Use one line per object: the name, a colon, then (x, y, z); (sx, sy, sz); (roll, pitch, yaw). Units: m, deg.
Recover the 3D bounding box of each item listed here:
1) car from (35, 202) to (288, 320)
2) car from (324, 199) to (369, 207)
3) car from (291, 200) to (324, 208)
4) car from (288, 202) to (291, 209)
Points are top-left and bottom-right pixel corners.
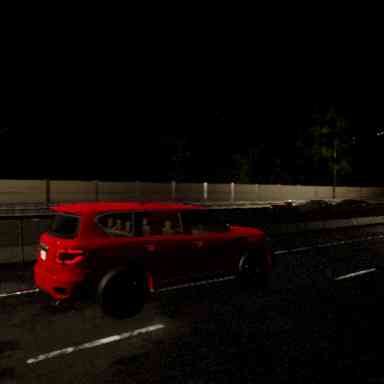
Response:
car: (-0.542, 1.257, 7.671); (5.566, 2.045, 2.150); (0, 0, -35)
car: (15.100, 1.481, 31.785); (4.553, 1.767, 2.097); (0, 0, -35)
car: (12.900, 1.662, 34.517); (4.892, 1.490, 1.837); (1, -1, -35)
car: (10.962, 1.758, 37.431); (4.718, 1.301, 1.895); (0, 0, -35)
